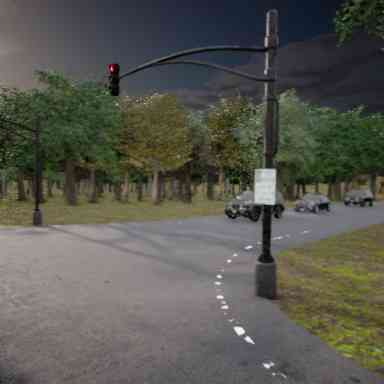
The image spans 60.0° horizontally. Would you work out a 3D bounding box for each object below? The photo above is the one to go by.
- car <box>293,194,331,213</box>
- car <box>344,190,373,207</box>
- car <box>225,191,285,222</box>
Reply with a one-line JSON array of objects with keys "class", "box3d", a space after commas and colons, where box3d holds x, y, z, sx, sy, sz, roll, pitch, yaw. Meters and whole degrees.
[{"class": "car", "box3d": [11.540, 0.991, 31.802, 2.097, 1.767, 4.553, 3, 3, 43]}, {"class": "car", "box3d": [21.015, 0.785, 41.797, 2.150, 2.045, 5.566, 3, 2, 43]}, {"class": "car", "box3d": [4.792, 0.952, 24.649, 2.150, 2.045, 5.566, 3, 3, 43]}]
